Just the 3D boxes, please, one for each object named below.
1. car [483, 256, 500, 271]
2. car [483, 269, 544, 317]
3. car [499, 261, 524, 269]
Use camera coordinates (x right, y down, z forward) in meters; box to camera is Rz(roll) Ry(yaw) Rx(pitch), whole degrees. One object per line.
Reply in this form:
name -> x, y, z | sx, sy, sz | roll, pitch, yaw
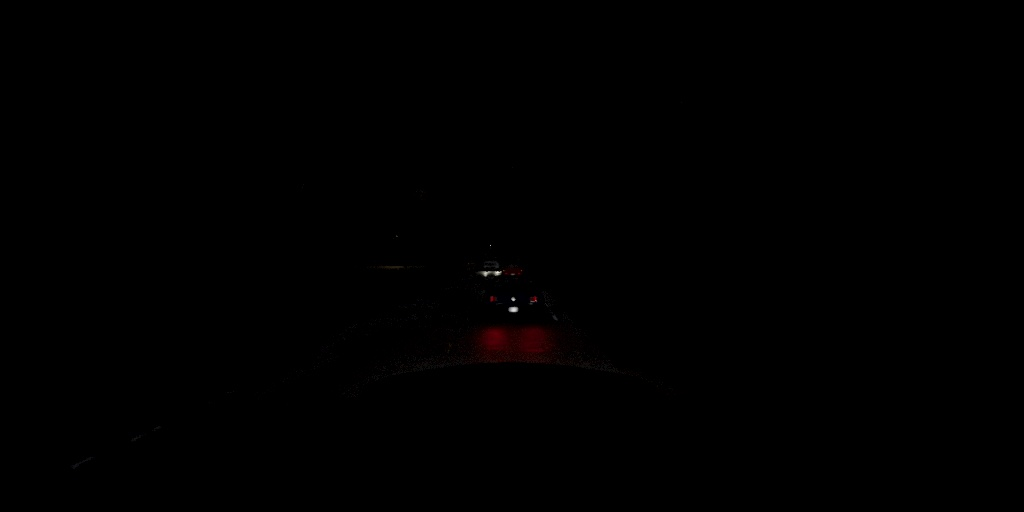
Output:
car -> -2.826, 1.078, 51.134 | 2.150, 2.045, 5.566 | 0, 0, 0
car -> 0.064, 1.335, 13.083 | 1.895, 1.301, 4.718 | 0, 0, 0
car -> 0.077, 1.287, 30.601 | 1.812, 1.442, 4.674 | 0, 0, 0
